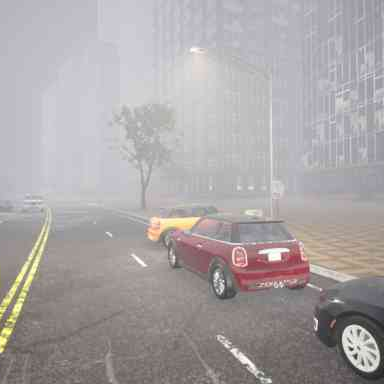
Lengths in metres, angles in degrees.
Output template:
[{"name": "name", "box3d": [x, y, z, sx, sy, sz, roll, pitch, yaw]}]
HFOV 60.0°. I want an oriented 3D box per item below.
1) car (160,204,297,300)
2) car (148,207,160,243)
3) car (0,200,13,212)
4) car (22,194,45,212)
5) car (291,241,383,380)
[{"name": "car", "box3d": [0.905, 1.355, 8.810, 2.097, 1.767, 4.553, 0, 0, -22]}, {"name": "car", "box3d": [0.424, 1.276, 14.373, 4.553, 1.767, 2.097, -3, 1, -18]}, {"name": "car", "box3d": [-21.705, 1.602, 38.048, 1.994, 1.385, 4.181, 0, 0, -24]}, {"name": "car", "box3d": [-18.722, 1.262, 39.338, 2.150, 2.045, 5.566, 0, 0, -24]}, {"name": "car", "box3d": [3.629, 1.505, 3.334, 1.837, 1.490, 4.892, 0, 0, -35]}]
